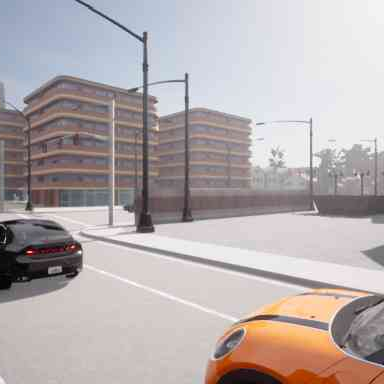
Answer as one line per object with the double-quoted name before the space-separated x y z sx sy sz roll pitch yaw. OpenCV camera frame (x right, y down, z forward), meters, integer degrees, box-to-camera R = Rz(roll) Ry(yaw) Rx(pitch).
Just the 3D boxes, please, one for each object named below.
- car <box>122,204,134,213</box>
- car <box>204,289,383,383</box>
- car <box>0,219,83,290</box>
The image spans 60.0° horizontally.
"car" -4.884 1.547 36.371 5.357 1.411 2.033 0 0 -44
"car" 2.264 1.352 2.345 4.553 1.767 2.097 0 0 40
"car" -4.726 1.505 9.238 1.837 1.490 4.892 0 0 -43
